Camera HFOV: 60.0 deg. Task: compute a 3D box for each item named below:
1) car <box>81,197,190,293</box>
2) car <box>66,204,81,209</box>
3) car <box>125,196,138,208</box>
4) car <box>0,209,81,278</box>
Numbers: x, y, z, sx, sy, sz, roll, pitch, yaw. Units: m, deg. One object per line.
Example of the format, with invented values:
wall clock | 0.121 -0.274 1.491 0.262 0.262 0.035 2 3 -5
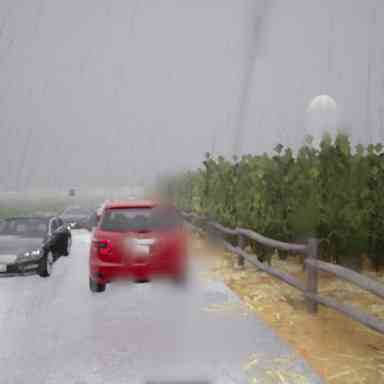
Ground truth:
car | -1.481 1.216 9.153 2.150 2.045 5.566 0 0 -11
car | -6.740 1.493 19.954 1.837 1.490 4.892 0 0 -10
car | -9.085 1.450 49.864 1.882 1.535 5.008 0 0 -11
car | -4.902 1.485 10.074 2.128 1.511 4.902 0 0 -11
